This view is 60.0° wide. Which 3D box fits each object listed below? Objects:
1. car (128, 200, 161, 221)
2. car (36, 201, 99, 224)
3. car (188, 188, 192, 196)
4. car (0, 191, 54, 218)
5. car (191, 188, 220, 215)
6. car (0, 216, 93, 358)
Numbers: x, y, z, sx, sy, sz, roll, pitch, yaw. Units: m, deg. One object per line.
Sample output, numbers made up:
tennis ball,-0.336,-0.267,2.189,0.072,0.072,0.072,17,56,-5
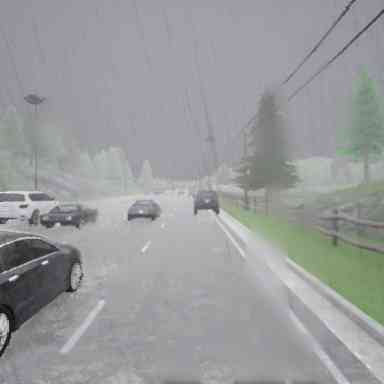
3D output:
car,-3.402,1.259,24.201,1.994,1.385,4.181,0,1,0
car,-6.900,1.357,19.323,1.895,1.301,4.718,0,1,0
car,-0.006,0.343,93.798,2.128,1.511,4.902,0,1,0
car,-10.401,0.953,21.425,2.150,2.045,5.566,0,1,0
car,1.223,0.852,29.483,2.150,2.045,5.566,0,1,0
car,-3.400,1.434,5.666,1.837,1.490,4.892,0,1,0
